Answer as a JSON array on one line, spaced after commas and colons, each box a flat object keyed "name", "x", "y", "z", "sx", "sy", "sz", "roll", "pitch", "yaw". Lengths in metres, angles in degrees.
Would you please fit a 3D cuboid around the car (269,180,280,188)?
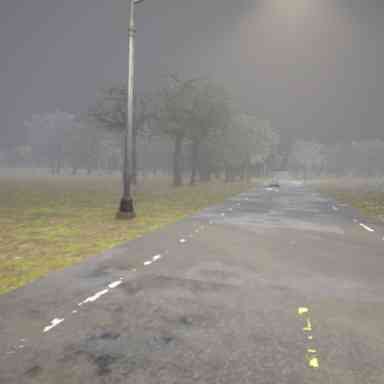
[{"name": "car", "x": 15.117, "y": -1.458, "z": 60.788, "sx": 2.033, "sy": 1.411, "sz": 5.357, "roll": 3, "pitch": 4, "yaw": 15}]
